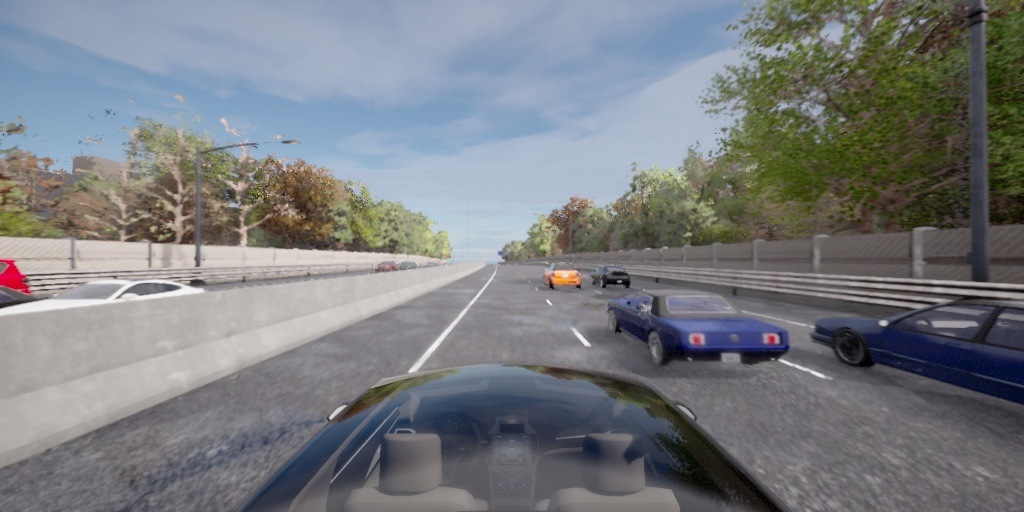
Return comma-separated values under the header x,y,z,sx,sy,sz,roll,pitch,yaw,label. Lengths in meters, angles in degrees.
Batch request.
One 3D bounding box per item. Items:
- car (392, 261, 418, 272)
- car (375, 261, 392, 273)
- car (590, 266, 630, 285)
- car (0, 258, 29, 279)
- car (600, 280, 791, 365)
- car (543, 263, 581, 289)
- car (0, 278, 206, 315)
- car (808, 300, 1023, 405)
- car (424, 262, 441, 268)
x,y,z,sx,sy,sz,roll,pitch,yaw,label
-14.729,1.500,50.414,2.097,1.767,4.553,0,-1,-1,car
-18.270,1.515,52.189,2.097,1.767,4.553,0,0,-1,car
6.933,1.447,25.646,1.837,1.490,4.892,0,0,-1,car
-17.615,1.047,9.968,2.150,2.045,5.566,0,0,-1,car
3.583,1.401,8.087,1.895,1.301,4.718,0,0,0,car
3.437,1.293,25.279,2.097,1.767,4.553,0,0,-1,car
-10.611,1.345,9.646,1.812,1.442,4.674,0,0,0,car
7.090,1.320,4.945,2.033,1.411,5.357,0,0,0,car
-11.250,1.644,50.989,2.128,1.511,4.902,0,0,-1,car
